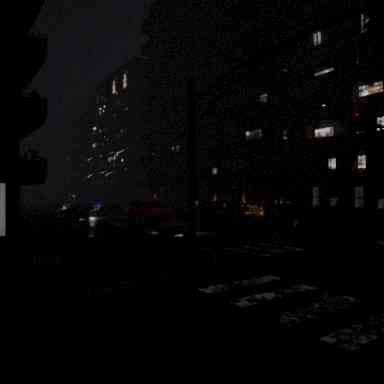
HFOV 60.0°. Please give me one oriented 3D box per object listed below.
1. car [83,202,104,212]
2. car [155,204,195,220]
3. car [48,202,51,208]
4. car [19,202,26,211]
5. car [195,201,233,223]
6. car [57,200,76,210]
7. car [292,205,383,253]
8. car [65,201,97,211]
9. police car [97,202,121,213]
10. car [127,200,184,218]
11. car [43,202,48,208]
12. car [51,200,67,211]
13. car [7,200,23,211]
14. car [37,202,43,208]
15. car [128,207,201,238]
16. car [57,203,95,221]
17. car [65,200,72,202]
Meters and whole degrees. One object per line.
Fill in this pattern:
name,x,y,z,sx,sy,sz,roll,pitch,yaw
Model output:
car,-16.350,2.428,55.069,1.882,1.535,5.008,0,-1,-36
car,-1.830,2.041,34.199,1.887,1.381,4.507,-1,0,-36
car,-28.433,2.619,70.880,2.192,1.841,5.009,-1,0,-36
car,-31.824,2.767,61.346,1.887,1.381,4.507,-1,0,-36
car,1.488,1.709,29.614,2.192,1.841,5.009,-1,0,-36
car,-25.107,2.520,66.294,2.192,1.841,5.009,-1,0,-36
car,6.772,1.472,14.328,4.553,1.767,2.097,-1,-1,40
car,-13.647,2.234,40.745,1.837,1.490,4.892,0,-1,-35
police car,-12.311,2.252,49.488,1.930,1.638,5.238,0,-1,-36
car,-3.165,1.628,26.256,2.150,2.045,5.566,0,-1,-35
car,-31.750,2.969,75.464,1.947,1.339,4.313,-1,0,-36
car,-23.219,2.597,59.366,1.837,1.490,4.892,0,-1,-36
car,-35.154,2.637,65.931,2.192,1.841,5.009,-1,0,-36
car,-35.075,3.045,80.050,1.887,1.381,4.507,-1,0,-36
car,-1.804,1.830,19.941,1.752,1.417,4.829,-1,0,-36
car,-11.877,2.161,33.835,1.887,1.381,4.507,-1,0,-36
car,-17.691,2.415,51.738,2.128,1.511,4.902,0,-1,-36
